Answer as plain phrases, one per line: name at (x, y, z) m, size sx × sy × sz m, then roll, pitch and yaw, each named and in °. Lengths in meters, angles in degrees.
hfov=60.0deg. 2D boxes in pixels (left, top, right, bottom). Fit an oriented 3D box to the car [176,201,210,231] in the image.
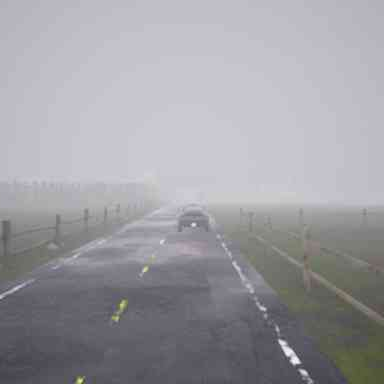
car at (0.092, 1.571, 20.842) m, size 1.837 × 1.490 × 4.892 m, roll 0°, pitch 0°, yaw 0°
